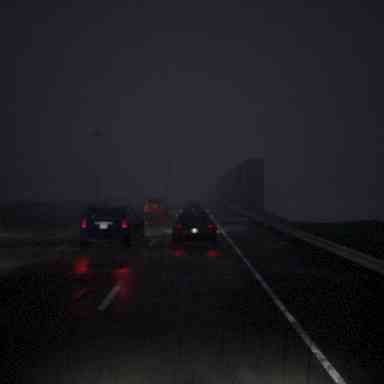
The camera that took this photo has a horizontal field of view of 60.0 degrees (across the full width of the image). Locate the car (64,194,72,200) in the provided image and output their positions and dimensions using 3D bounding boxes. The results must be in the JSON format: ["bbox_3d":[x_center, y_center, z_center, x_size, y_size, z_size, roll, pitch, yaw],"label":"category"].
[{"bbox_3d":[-30.778,1.227,84.691,2.097,1.767,4.553,0,0,0],"label":"car"}]

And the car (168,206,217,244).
[{"bbox_3d":[0.104,1.551,15.638,1.994,1.385,4.181,0,0,0],"label":"car"}]

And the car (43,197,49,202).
[{"bbox_3d":[-27.760,1.548,60.078,1.895,1.301,4.718,0,0,2],"label":"car"}]

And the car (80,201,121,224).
[{"bbox_3d":[-6.894,1.484,25.662,1.837,1.490,4.892,0,0,0],"label":"car"}]

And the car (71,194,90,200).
[{"bbox_3d":[-23.944,1.479,72.924,2.033,1.411,5.357,0,0,1],"label":"car"}]

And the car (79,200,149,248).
[{"bbox_3d":[-3.396,1.340,14.925,2.097,1.767,4.553,0,0,0],"label":"car"}]

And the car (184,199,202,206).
[{"bbox_3d":[0.118,1.497,34.826,1.812,1.442,4.674,0,0,0],"label":"car"}]

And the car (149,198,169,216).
[{"bbox_3d":[-3.393,1.325,32.715,2.097,1.767,4.553,0,0,0],"label":"car"}]

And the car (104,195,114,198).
[{"bbox_3d":[-20.300,1.424,81.599,2.128,1.511,4.902,0,0,1],"label":"car"}]

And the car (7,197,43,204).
[{"bbox_3d":[-21.072,1.513,41.233,2.033,1.411,5.357,0,0,0],"label":"car"}]
